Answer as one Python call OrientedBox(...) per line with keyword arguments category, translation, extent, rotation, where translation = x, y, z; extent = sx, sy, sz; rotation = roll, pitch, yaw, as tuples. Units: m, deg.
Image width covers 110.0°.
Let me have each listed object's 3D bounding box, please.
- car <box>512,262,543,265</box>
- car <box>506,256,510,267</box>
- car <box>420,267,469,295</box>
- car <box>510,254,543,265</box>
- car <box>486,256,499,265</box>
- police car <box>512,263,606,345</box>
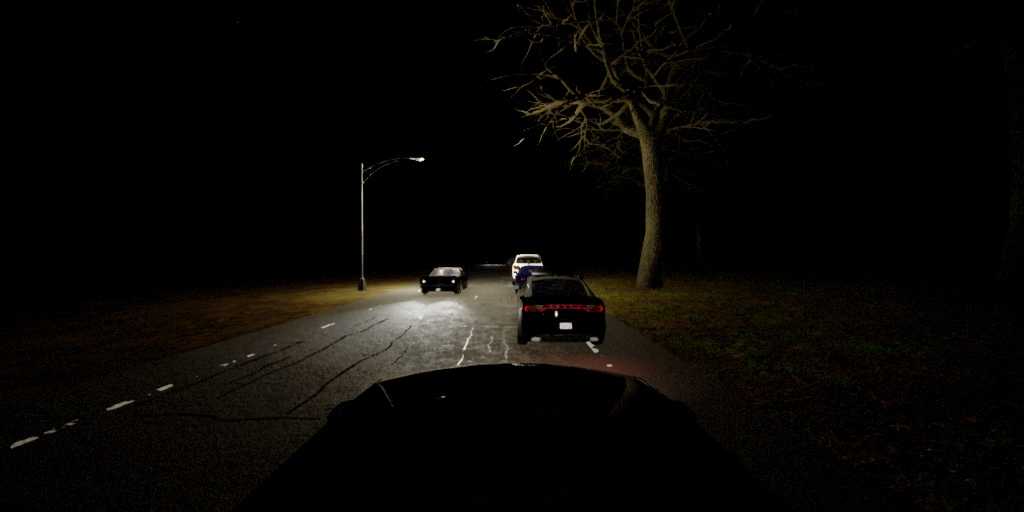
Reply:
OrientedBox(category="car", translation=(1.079, 1.235, 19.519), extent=(1.812, 1.442, 4.674), rotation=(0, 0, 0))
OrientedBox(category="car", translation=(0.149, 0.908, 54.525), extent=(1.812, 1.442, 4.674), rotation=(0, 1, 0))
OrientedBox(category="car", translation=(-3.571, 1.310, 19.583), extent=(1.895, 1.301, 4.718), rotation=(0, 0, 0))
OrientedBox(category="car", translation=(1.089, 0.908, 25.549), extent=(2.150, 2.045, 5.566), rotation=(0, 0, 0))
OrientedBox(category="car", translation=(-3.459, 0.743, 63.717), extent=(1.837, 1.490, 4.892), rotation=(0, 1, 0))
OrientedBox(category="police car", translation=(1.063, 1.163, 9.628), extent=(1.930, 1.638, 5.238), rotation=(0, 0, 0))
